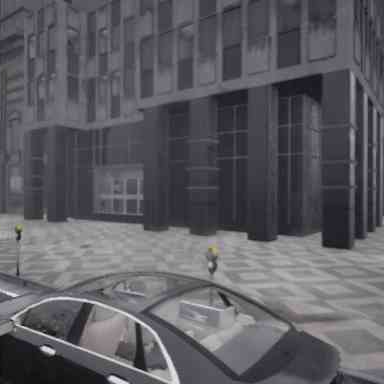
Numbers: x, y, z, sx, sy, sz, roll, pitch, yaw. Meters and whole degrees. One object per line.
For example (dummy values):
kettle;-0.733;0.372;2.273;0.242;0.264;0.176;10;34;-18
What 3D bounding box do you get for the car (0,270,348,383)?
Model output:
car;-0.763;1.549;3.505;4.403;1.369;2.008;0;0;36
